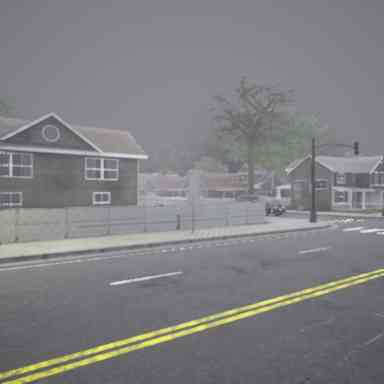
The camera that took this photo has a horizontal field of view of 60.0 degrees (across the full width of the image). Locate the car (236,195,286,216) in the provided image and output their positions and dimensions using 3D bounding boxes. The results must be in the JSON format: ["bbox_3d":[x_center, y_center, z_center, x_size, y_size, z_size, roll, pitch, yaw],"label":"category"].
[{"bbox_3d":[6.567,1.305,32.906,2.150,2.045,5.566,0,0,-35],"label":"car"}]

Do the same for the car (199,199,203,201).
[{"bbox_3d":[0.723,1.578,41.160,1.882,1.535,5.008,0,0,-35],"label":"car"}]

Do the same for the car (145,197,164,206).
[{"bbox_3d":[-6.022,1.624,50.712,1.837,1.490,4.892,0,0,-35],"label":"car"}]
